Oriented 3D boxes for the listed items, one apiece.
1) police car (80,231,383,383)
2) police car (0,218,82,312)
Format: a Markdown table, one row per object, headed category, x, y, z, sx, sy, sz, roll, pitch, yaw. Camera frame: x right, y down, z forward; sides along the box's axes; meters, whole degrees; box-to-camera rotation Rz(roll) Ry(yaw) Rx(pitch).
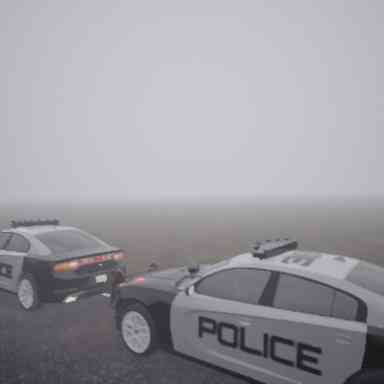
| category | x | y | z | sx | sy | sz | roll | pitch | yaw |
| --- | --- | --- | --- | --- | --- | --- | --- | --- | --- |
| police car | 0.970 | 1.468 | 4.461 | 5.238 | 1.638 | 1.930 | 0 | -1 | 36 |
| police car | -3.842 | 1.477 | 8.012 | 5.238 | 1.638 | 1.930 | 0 | -1 | 37 |
